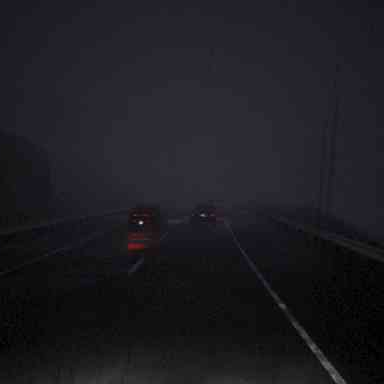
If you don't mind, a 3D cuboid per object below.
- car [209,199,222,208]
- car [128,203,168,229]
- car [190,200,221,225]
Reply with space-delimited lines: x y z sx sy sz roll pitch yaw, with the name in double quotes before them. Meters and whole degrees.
"car" 2.858 1.530 42.158 1.895 1.301 4.718 0 0 8
"car" -2.764 1.470 21.405 1.837 1.490 4.892 0 1 4
"car" 0.862 1.508 23.498 2.033 1.411 5.357 0 0 4
